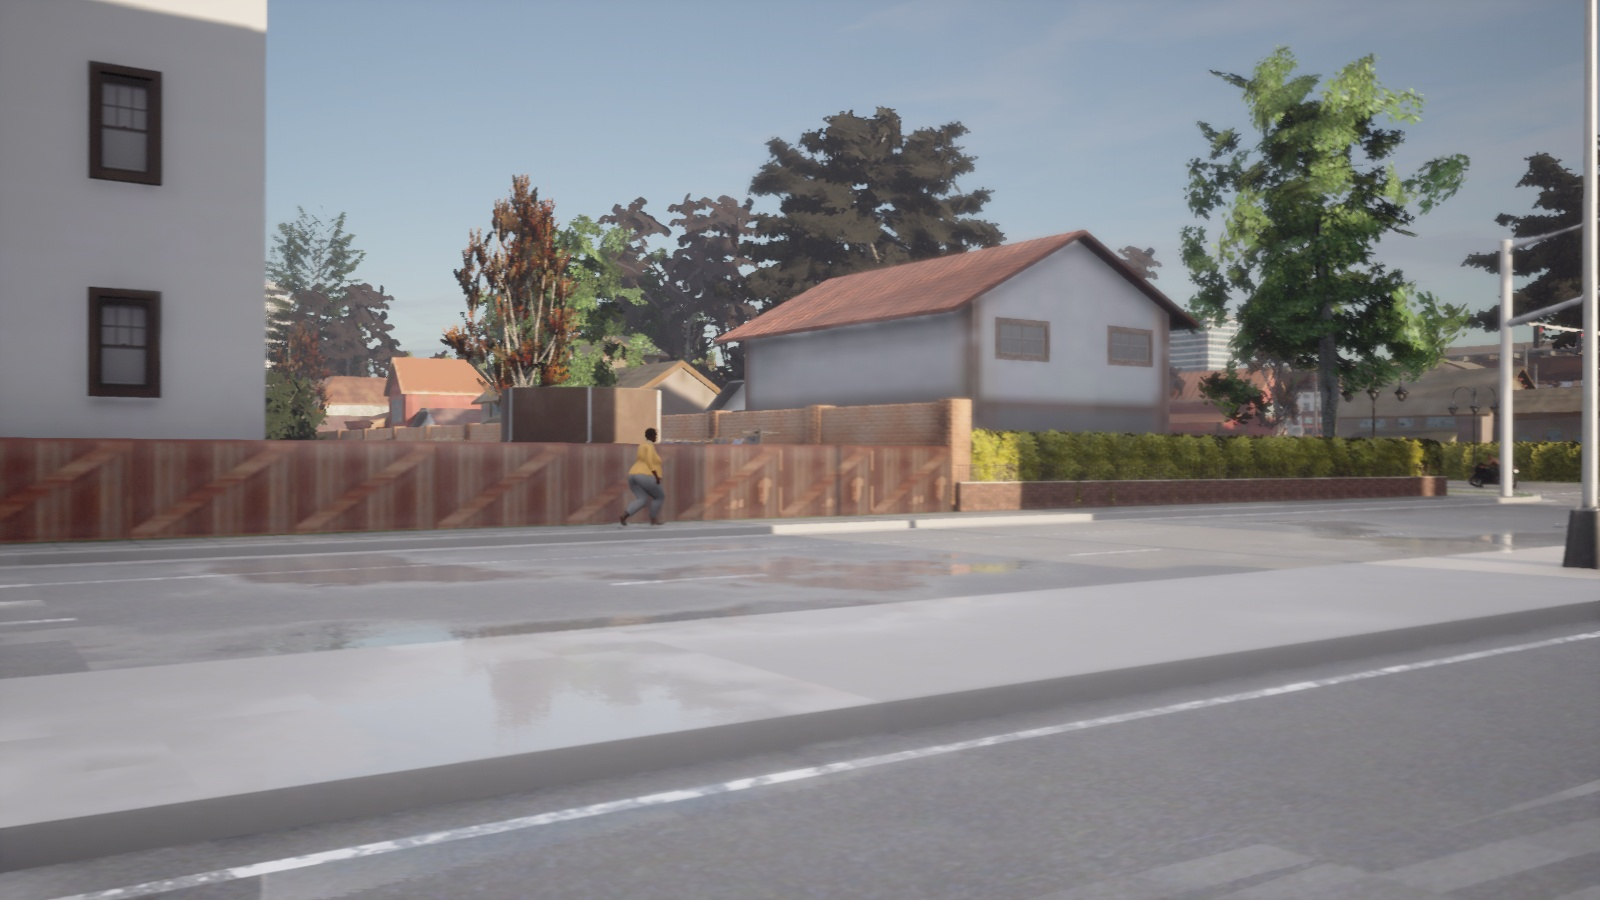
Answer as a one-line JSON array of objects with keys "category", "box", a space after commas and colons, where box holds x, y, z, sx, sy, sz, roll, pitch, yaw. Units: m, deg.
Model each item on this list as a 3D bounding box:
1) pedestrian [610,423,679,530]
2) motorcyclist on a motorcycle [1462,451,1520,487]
[{"category": "pedestrian", "box": [-2.762, 0.459, 22.301, 0.900, 1.855, 0.874, 0, 0, -36]}, {"category": "motorcyclist on a motorcycle", "box": [29.752, 0.791, 54.084, 0.797, 1.523, 2.044, 0, 0, -35]}]
